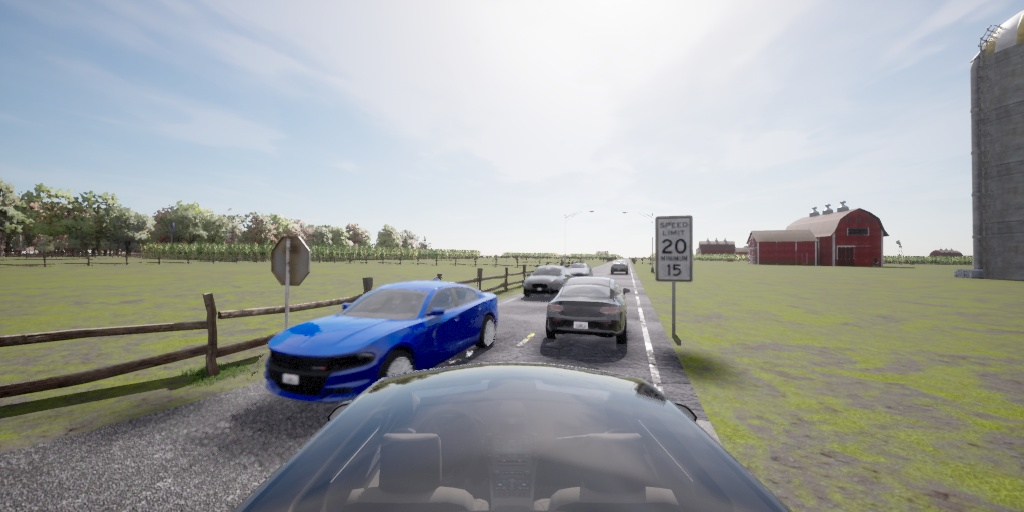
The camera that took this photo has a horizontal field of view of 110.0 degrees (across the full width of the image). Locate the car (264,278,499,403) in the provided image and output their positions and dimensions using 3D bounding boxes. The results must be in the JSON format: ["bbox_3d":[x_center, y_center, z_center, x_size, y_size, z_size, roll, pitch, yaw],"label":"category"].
[{"bbox_3d":[-1.859,1.230,6.728,1.882,1.535,5.008,0,0,20],"label":"car"}]

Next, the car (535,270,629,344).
[{"bbox_3d":[2.139,1.280,9.665,1.812,1.442,4.674,0,0,18],"label":"car"}]

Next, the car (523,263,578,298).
[{"bbox_3d":[1.974,1.267,18.426,1.837,1.490,4.892,0,-1,18],"label":"car"}]

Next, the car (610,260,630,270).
[{"bbox_3d":[12.333,1.266,41.052,2.128,1.511,4.902,0,0,18],"label":"car"}]

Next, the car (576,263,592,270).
[{"bbox_3d":[5.632,1.315,29.750,2.033,1.411,5.357,0,0,18],"label":"car"}]
